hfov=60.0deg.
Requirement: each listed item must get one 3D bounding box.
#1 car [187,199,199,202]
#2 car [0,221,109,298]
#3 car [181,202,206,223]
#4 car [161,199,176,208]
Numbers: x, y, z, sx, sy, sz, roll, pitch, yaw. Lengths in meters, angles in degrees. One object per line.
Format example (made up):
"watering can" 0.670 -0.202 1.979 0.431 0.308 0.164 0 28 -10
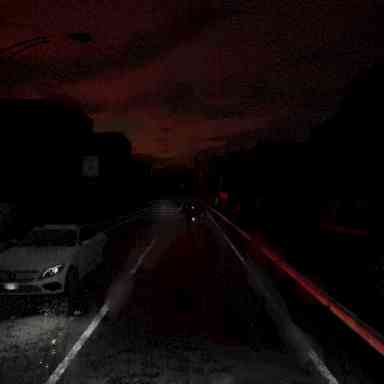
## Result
"car" 0.117 1.656 42.872 1.837 1.490 4.892 0 0 0
"car" -3.464 1.542 8.685 1.812 1.442 4.674 0 0 0
"car" 0.110 1.673 26.097 1.895 1.301 4.718 0 0 0
"car" -3.562 1.755 51.213 1.994 1.385 4.181 0 0 0
